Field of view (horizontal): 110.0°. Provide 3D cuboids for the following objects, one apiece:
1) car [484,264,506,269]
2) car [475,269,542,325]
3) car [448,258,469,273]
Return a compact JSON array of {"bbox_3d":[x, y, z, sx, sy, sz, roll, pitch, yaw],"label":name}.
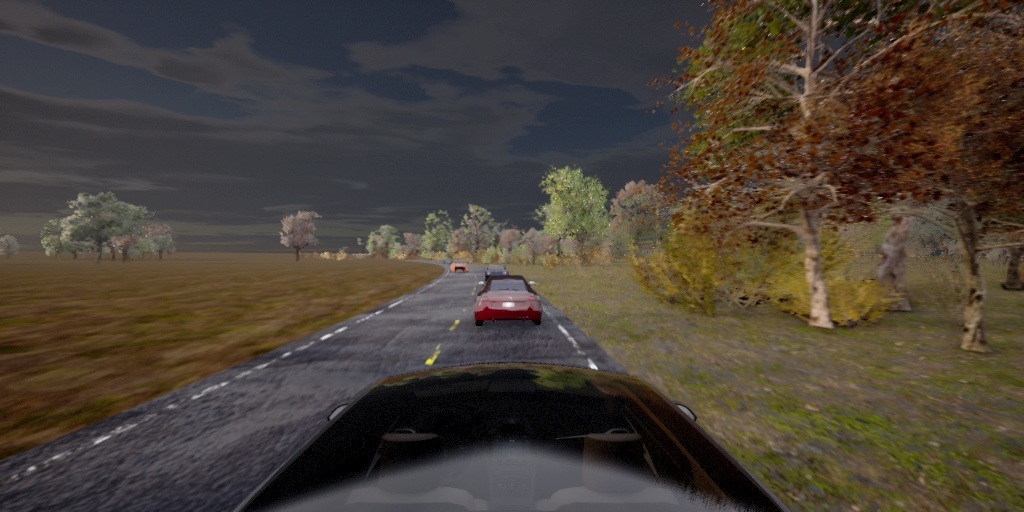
[{"bbox_3d":[-1.381,1.350,29.651,1.895,1.301,4.718,0,0,-6],"label":"car"},{"bbox_3d":[-0.169,1.314,11.873,1.994,1.385,4.181,0,0,-2],"label":"car"},{"bbox_3d":[-6.174,1.103,42.319,2.097,1.767,4.553,0,0,-8],"label":"car"}]
